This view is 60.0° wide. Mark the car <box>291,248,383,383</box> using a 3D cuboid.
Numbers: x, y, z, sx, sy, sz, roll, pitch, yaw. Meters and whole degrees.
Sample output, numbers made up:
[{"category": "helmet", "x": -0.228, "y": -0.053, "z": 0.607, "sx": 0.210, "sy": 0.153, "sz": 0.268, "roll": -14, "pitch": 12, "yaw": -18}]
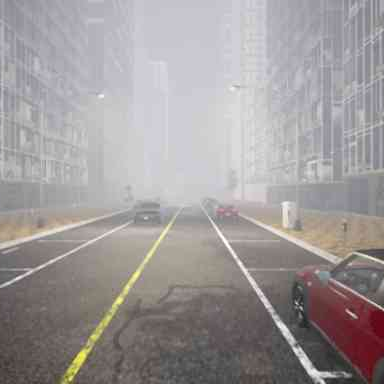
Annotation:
[{"category": "car", "x": 2.691, "y": 1.435, "z": 4.268, "sx": 1.967, "sy": 1.590, "sz": 4.097, "roll": 0, "pitch": 0, "yaw": 0}]

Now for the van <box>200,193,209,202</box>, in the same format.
[{"category": "van", "x": 2.679, "y": 1.187, "z": 72.577, "sx": 1.690, "sy": 1.788, "sz": 3.998, "roll": 0, "pitch": 0, "yaw": 0}]

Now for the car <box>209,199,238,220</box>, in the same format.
[{"category": "car", "x": 2.687, "y": 1.504, "z": 27.038, "sx": 1.887, "sy": 1.381, "sz": 4.507, "roll": 0, "pitch": 0, "yaw": 0}]

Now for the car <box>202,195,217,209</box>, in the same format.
[{"category": "car", "x": 2.684, "y": 1.488, "z": 44.115, "sx": 1.947, "sy": 1.339, "sz": 4.313, "roll": 0, "pitch": 0, "yaw": 0}]

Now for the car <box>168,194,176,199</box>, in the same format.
[{"category": "car", "x": -5.707, "y": 1.321, "z": 95.355, "sx": 2.008, "sy": 1.369, "sz": 4.403, "roll": 0, "pitch": 0, "yaw": 0}]

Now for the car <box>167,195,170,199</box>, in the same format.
[{"category": "car", "x": -5.700, "y": 1.444, "z": 61.198, "sx": 1.947, "sy": 1.339, "sz": 4.313, "roll": 0, "pitch": 0, "yaw": 0}]

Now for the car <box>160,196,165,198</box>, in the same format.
[{"category": "car", "x": -5.699, "y": 1.438, "z": 55.506, "sx": 1.887, "sy": 1.381, "sz": 4.507, "roll": 0, "pitch": 0, "yaw": 0}]

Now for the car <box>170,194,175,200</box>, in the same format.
[{"category": "car", "x": -5.706, "y": 1.317, "z": 89.491, "sx": 1.752, "sy": 1.417, "sz": 4.829, "roll": 0, "pitch": 0, "yaw": 0}]

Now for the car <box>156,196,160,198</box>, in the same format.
[{"category": "car", "x": -5.697, "y": 1.504, "z": 44.121, "sx": 1.802, "sy": 1.307, "sz": 4.206, "roll": 0, "pitch": 0, "yaw": 0}]

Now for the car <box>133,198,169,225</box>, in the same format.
[{"category": "car", "x": -3.005, "y": 1.443, "z": 24.221, "sx": 1.882, "sy": 1.535, "sz": 5.008, "roll": 0, "pitch": 0, "yaw": 0}]

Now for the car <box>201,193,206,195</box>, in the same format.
[{"category": "car", "x": 2.679, "y": 1.428, "z": 66.883, "sx": 1.947, "sy": 1.339, "sz": 4.313, "roll": 0, "pitch": 0, "yaw": 0}]

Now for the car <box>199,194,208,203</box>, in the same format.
[{"category": "car", "x": 2.681, "y": 1.459, "z": 55.499, "sx": 1.947, "sy": 1.339, "sz": 4.313, "roll": 0, "pitch": 0, "yaw": 0}]

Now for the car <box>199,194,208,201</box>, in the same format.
[{"category": "car", "x": 2.678, "y": 1.268, "z": 78.268, "sx": 1.967, "sy": 1.590, "sz": 4.097, "roll": 0, "pitch": 0, "yaw": 0}]
